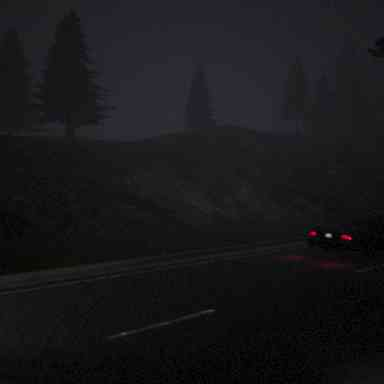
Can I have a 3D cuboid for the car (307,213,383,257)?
[{"bbox_3d":[6.701,1.535,12.844,5.357,1.411,2.033,0,0,-36],"label":"car"}]
